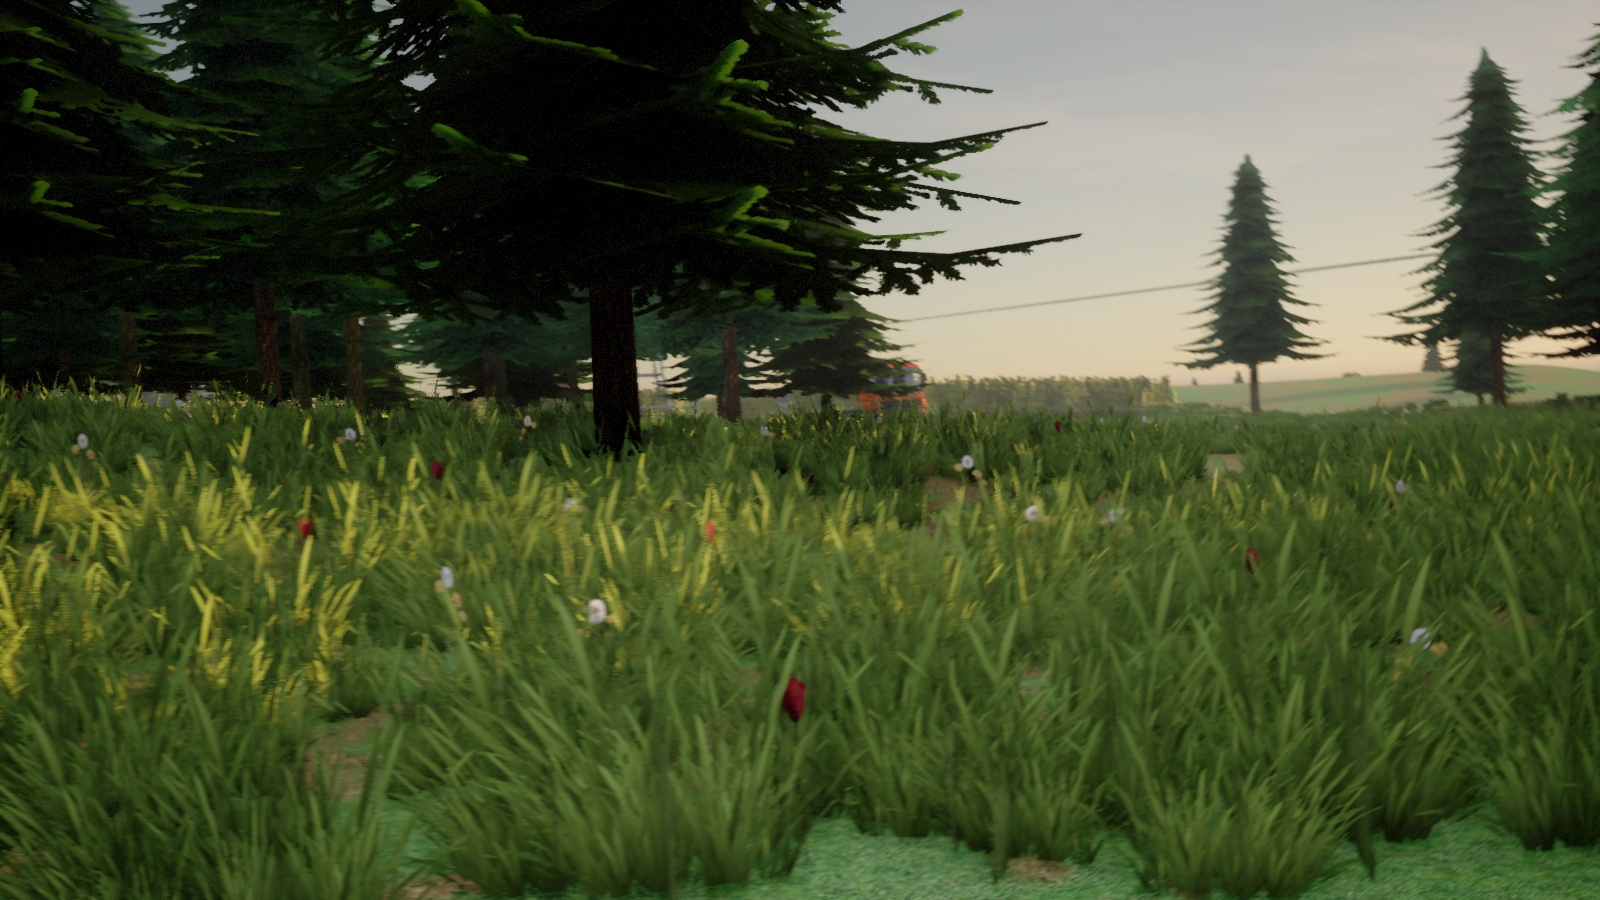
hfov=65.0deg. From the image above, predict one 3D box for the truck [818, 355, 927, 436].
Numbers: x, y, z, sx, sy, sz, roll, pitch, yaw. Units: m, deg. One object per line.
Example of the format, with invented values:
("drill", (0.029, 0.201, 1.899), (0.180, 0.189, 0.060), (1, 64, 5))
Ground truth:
("truck", (3.363, -2.534, 60.818), (2.891, 3.462, 7.936), (-4, 2, -13))
